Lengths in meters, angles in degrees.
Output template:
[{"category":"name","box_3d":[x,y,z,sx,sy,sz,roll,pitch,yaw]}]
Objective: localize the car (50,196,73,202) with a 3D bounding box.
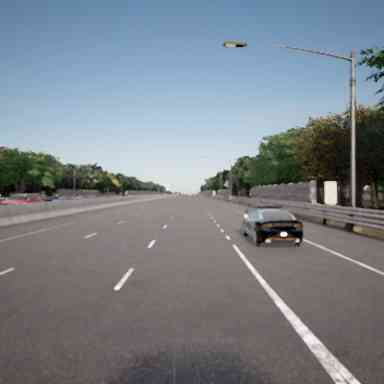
[{"category":"car","box_3d":[-20.965,1.483,54.646,1.882,1.535,5.008,0,0,0]}]

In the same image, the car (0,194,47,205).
[{"category":"car","box_3d":[-17.570,1.212,34.371,2.150,2.045,5.566,0,0,0]}]

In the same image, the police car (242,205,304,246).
[{"category":"police car","box_3d":[3.536,1.424,15.430,1.930,1.638,5.238,0,0,0]}]

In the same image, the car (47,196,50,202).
[{"category":"car","box_3d":[-24.460,1.421,55.015,1.837,1.490,4.892,0,0,0]}]

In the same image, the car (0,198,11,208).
[{"category":"car","box_3d":[-28.001,1.594,47.228,1.895,1.301,4.718,0,0,1]}]

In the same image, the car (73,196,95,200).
[{"category":"car","box_3d":[-17.460,1.375,55.040,2.097,1.767,4.553,0,0,0]}]
